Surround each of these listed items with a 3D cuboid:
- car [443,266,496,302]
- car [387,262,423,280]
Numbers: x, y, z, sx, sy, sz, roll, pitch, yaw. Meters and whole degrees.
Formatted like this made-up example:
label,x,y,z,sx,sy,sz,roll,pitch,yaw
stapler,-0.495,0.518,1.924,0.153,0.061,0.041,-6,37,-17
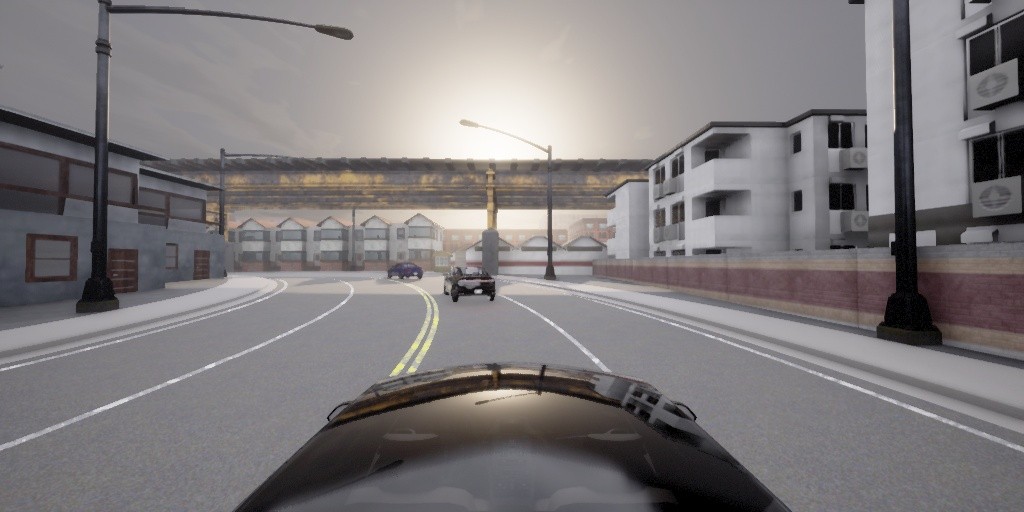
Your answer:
label,x,y,z,sx,sy,sz,roll,pitch,yaw
car,-2.081,1.219,16.820,2.128,1.511,4.902,0,0,-17
car,-9.120,1.234,30.658,1.812,1.442,4.674,1,-1,-37
